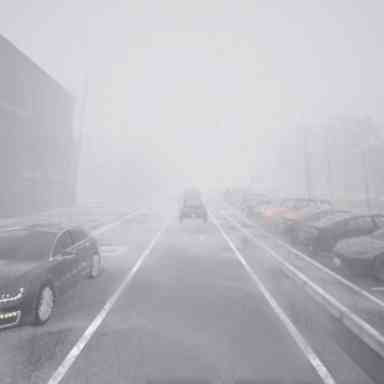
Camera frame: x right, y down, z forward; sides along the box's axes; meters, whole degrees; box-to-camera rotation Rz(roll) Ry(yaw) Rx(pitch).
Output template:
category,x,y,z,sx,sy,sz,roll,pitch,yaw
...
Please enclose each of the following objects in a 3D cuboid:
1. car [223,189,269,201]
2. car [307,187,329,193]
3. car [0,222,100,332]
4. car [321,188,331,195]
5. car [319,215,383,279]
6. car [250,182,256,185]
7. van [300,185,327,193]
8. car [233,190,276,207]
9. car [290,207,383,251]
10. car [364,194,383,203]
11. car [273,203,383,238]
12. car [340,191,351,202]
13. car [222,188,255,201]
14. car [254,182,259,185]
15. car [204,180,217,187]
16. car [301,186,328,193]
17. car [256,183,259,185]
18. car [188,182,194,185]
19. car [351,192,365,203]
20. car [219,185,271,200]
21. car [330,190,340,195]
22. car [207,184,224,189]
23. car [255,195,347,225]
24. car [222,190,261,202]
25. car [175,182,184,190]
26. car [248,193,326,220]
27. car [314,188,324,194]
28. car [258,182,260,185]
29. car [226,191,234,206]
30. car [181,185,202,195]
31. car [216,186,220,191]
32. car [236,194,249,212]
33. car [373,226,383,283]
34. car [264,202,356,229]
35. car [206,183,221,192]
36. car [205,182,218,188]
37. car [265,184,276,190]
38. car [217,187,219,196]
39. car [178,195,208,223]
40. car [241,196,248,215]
category,x,y,z,sx,sy,sz,roll,pitch,yaw
car,6.607,0.803,39.780,4.892,1.521,2.231,0,2,0
car,19.753,0.443,48.242,4.674,1.452,2.002,0,3,0
car,-3.353,1.474,7.054,1.837,1.490,4.892,0,0,0
car,19.898,0.675,42.541,5.366,1.575,1.946,0,3,0
car,6.378,1.521,9.133,4.792,1.488,2.163,0,0,0
car,19.561,-1.380,91.718,5.366,1.575,1.946,0,3,0
van,19.660,-0.107,53.680,4.442,1.987,1.878,-1,3,0
car,6.526,0.970,31.421,4.553,1.767,2.185,0,2,0
car,6.421,1.471,11.919,5.008,1.535,2.097,0,0,0
car,19.633,1.089,31.518,5.008,1.535,2.097,0,2,0
car,6.439,1.443,14.708,5.008,1.535,2.097,0,1,0
car,19.646,0.932,37.097,4.792,1.488,2.163,0,2,0
car,6.701,0.289,48.127,4.553,1.767,2.185,0,3,0
car,19.727,-1.171,88.955,4.674,1.452,2.002,0,3,0
car,6.679,-1.461,89.026,5.566,2.045,2.435,0,3,0
car,19.771,0.297,51.023,4.674,1.452,2.002,0,3,0
car,19.685,-1.016,86.189,4.792,1.488,2.163,0,3,0
car,-0.195,-1.458,91.637,1.812,1.442,4.674,0,3,0
car,19.652,1.000,34.307,5.008,1.535,2.097,0,2,0
car,6.660,0.431,42.556,5.566,2.045,2.435,0,3,0
car,19.879,0.795,39.748,5.366,1.575,1.946,0,3,0
car,6.690,-1.542,94.585,4.892,1.521,2.231,0,3,0
car,6.514,1.236,20.282,4.553,1.767,2.185,0,1,0
car,6.645,0.553,45.358,5.008,1.535,2.097,0,3,0
car,-3.446,-1.753,92.669,2.150,2.045,5.566,0,3,0
car,6.532,1.183,23.062,4.553,1.767,2.185,0,1,0
car,19.759,0.578,45.333,4.792,1.488,2.163,0,3,0
car,19.730,-1.012,83.539,4.553,1.767,2.185,0,3,0
car,6.566,0.941,37.005,4.792,1.488,2.163,0,2,0
car,0.031,0.544,40.597,2.150,2.045,5.566,0,2,0
car,6.677,0.152,53.698,4.792,1.488,2.163,0,3,0
car,6.509,1.205,28.639,4.792,1.488,2.163,0,2,0
car,6.386,1.544,6.347,4.674,1.452,2.002,0,0,0
car,6.467,1.446,17.498,4.674,1.452,2.002,0,1,0
car,6.589,-0.848,83.501,4.792,1.488,2.163,0,3,0
car,6.640,-1.044,86.271,5.008,1.535,2.097,0,3,0
car,19.677,-0.721,80.780,5.008,1.535,2.097,0,3,0
car,6.717,0.298,50.917,4.792,1.488,2.163,0,3,0
car,0.071,1.245,23.272,2.128,1.511,4.902,0,1,0
car,6.549,1.275,25.852,4.792,1.488,2.163,0,1,0
